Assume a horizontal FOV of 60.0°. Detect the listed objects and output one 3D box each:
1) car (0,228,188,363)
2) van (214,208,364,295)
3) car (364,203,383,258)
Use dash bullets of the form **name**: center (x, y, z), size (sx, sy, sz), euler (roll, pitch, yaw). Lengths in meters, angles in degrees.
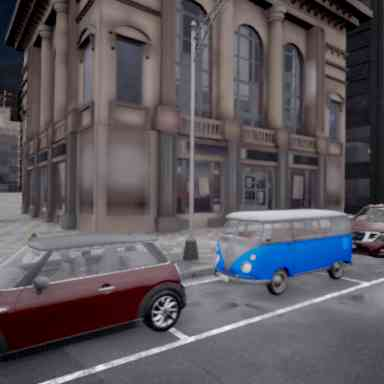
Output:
- **car**: center (-2.160, 1.443, 5.213), size (4.097, 1.590, 1.967), euler (0, 0, -35)
- **van**: center (2.420, 1.359, 8.478), size (3.998, 1.788, 1.690), euler (0, 0, -35)
- **car**: center (7.000, 1.347, 11.744), size (5.009, 1.841, 2.192), euler (0, 0, -35)
